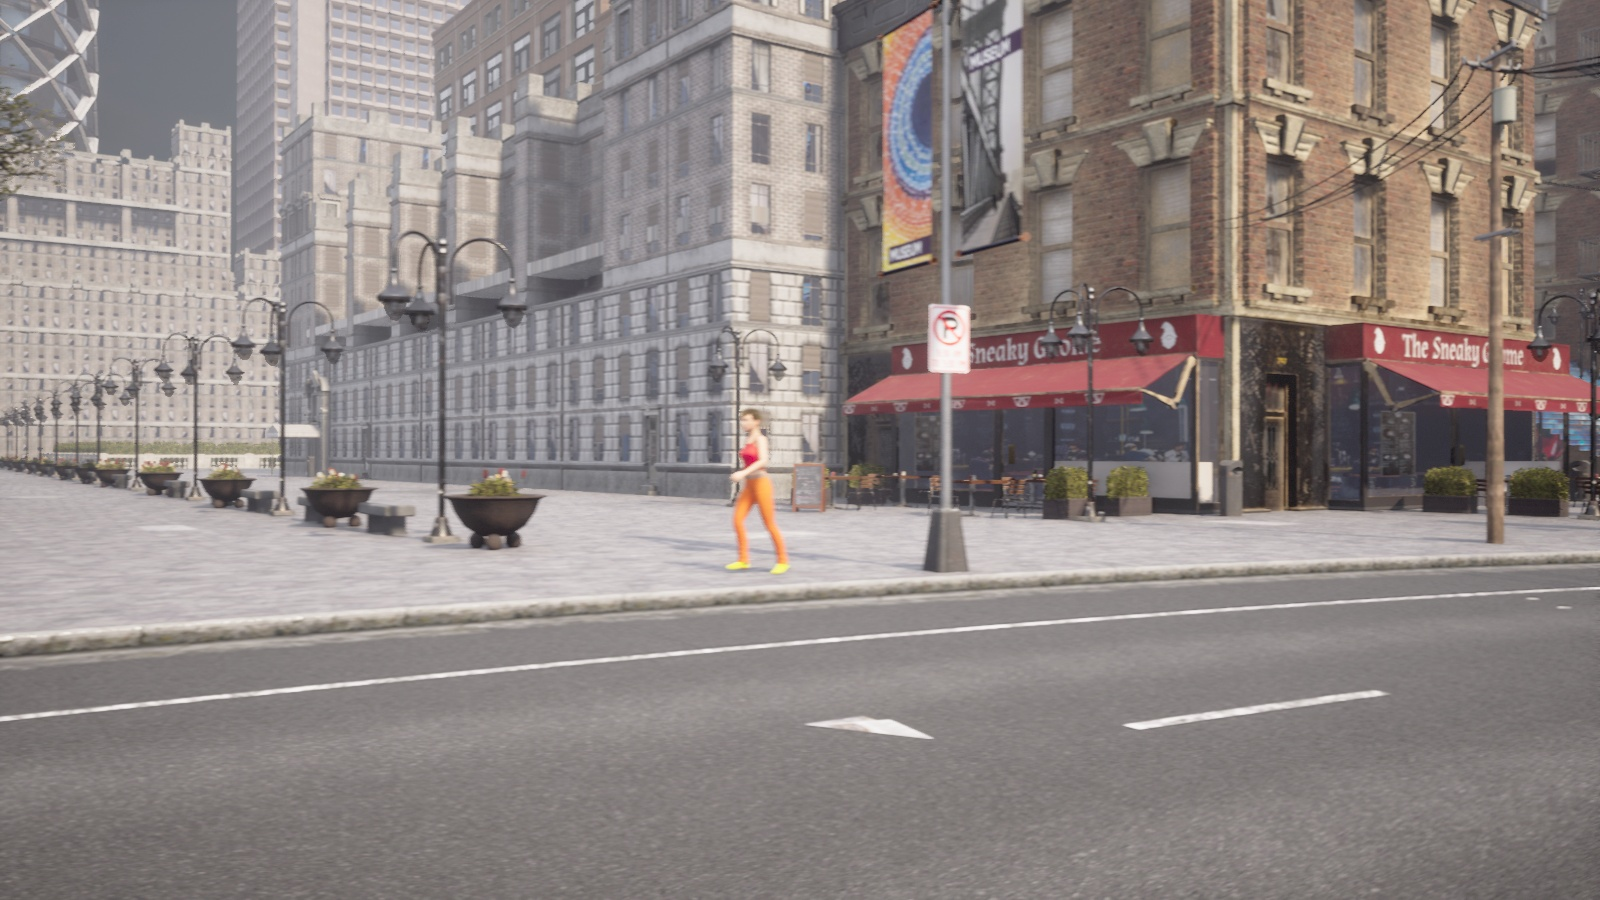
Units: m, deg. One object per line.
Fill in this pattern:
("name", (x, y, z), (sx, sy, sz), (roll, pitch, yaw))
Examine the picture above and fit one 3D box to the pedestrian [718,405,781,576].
("pedestrian", (-0.554, 0.432, 13.801), (0.594, 1.836, 0.345), (0, 0, -33))
